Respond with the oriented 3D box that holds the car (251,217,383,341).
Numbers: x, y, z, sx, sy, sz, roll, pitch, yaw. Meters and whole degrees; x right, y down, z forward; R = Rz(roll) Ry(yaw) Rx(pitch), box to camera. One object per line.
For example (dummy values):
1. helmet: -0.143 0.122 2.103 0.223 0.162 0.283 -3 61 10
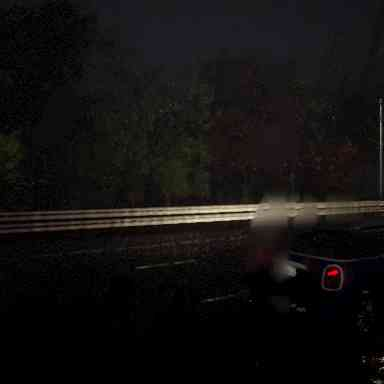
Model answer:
1. car: 3.429 1.327 6.655 4.553 1.767 2.097 0 0 -31
